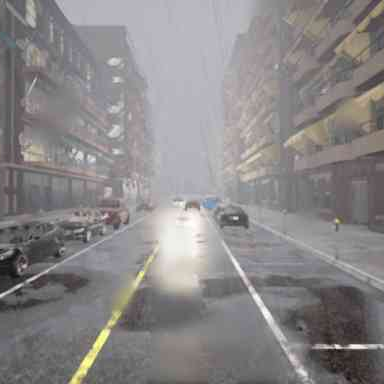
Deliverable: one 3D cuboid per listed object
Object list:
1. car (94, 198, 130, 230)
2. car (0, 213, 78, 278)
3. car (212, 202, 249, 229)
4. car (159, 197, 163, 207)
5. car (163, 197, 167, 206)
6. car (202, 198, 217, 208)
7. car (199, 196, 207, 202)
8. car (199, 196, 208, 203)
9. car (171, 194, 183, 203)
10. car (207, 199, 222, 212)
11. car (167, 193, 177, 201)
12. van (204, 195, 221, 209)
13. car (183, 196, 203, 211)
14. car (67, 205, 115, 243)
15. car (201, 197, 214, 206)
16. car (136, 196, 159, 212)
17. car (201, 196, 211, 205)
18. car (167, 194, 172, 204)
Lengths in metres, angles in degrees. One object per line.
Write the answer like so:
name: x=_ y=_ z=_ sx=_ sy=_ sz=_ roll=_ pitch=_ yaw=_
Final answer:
car: x=-5.308 y=1.316 z=21.532 sx=2.192 sy=1.841 sz=5.009 roll=1 pitch=0 yaw=0
car: x=-5.309 y=1.566 z=10.190 sx=1.947 sy=1.339 sz=4.313 roll=1 pitch=0 yaw=0
car: x=2.569 y=1.567 z=21.563 sx=1.947 sy=1.339 sz=4.313 roll=1 pitch=0 yaw=0
car: x=-5.317 y=1.586 z=44.215 sx=1.802 sy=1.307 sz=4.206 roll=1 pitch=0 yaw=0
car: x=-5.317 y=1.445 z=49.886 sx=1.967 sy=1.590 sz=4.097 roll=1 pitch=0 yaw=0
car: x=2.562 y=1.571 z=49.917 sx=1.947 sy=1.339 sz=4.313 roll=1 pitch=0 yaw=0
car: x=2.555 y=1.597 z=78.271 sx=1.802 sy=1.307 sz=4.206 roll=1 pitch=0 yaw=0
car: x=2.557 y=1.538 z=72.770 sx=1.752 sy=1.417 sz=4.829 roll=1 pitch=0 yaw=0
car: x=-2.768 y=1.555 z=68.724 sx=1.994 sy=1.385 sz=4.181 roll=0 pitch=0 yaw=0
car: x=2.567 y=1.552 z=27.234 sx=2.008 sy=1.369 sz=4.403 roll=1 pitch=0 yaw=0
car: x=-5.333 y=1.336 z=89.582 sx=2.192 sy=1.841 sz=5.009 roll=1 pitch=0 yaw=0
van: x=2.567 y=1.344 z=38.576 sx=1.690 sy=1.788 sz=3.998 roll=1 pitch=0 yaw=0
car: x=0.085 y=1.529 z=41.395 sx=1.812 sy=1.442 sz=4.674 roll=0 pitch=0 yaw=0
car: x=-5.310 y=1.551 z=15.860 sx=2.008 sy=1.369 sz=4.403 roll=1 pitch=0 yaw=0
car: x=2.561 y=1.551 z=55.587 sx=1.887 sy=1.381 sz=4.507 roll=1 pitch=0 yaw=0
car: x=-5.314 y=1.443 z=38.544 sx=1.967 sy=1.590 sz=4.097 roll=1 pitch=0 yaw=0
car: x=2.559 y=1.534 z=61.429 sx=1.752 sy=1.417 sz=4.829 roll=1 pitch=0 yaw=0
car: x=-5.321 y=1.559 z=61.227 sx=2.008 sy=1.369 sz=4.403 roll=1 pitch=0 yaw=0
